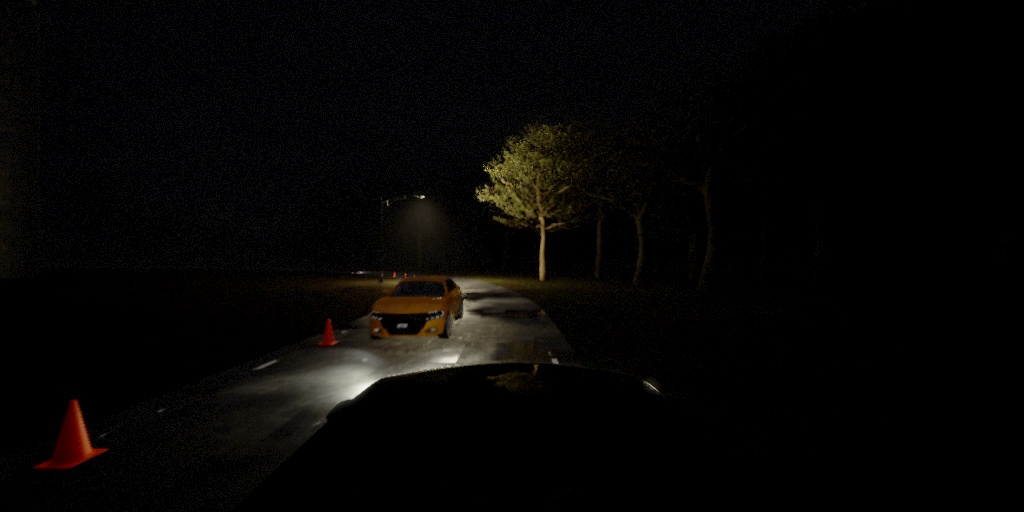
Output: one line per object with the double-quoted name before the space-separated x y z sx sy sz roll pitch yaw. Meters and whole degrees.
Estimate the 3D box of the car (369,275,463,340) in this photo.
"car" -2.570 1.345 10.593 1.882 1.535 5.008 0 -1 -2

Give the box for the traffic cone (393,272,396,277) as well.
"traffic cone" -13.228 2.058 40.408 0.340 0.580 0.340 0 0 -33

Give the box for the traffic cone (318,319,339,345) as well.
"traffic cone" -4.383 1.797 8.568 0.340 0.580 0.340 0 0 0

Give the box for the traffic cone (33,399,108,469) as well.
"traffic cone" -4.376 1.731 3.568 0.340 0.580 0.340 0 0 0

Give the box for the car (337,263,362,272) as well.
"car" -24.758 1.732 54.651 4.181 1.385 1.994 0 0 33

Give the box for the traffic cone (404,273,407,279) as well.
"traffic cone" -10.789 2.040 36.297 0.340 0.580 0.340 0 0 -28
